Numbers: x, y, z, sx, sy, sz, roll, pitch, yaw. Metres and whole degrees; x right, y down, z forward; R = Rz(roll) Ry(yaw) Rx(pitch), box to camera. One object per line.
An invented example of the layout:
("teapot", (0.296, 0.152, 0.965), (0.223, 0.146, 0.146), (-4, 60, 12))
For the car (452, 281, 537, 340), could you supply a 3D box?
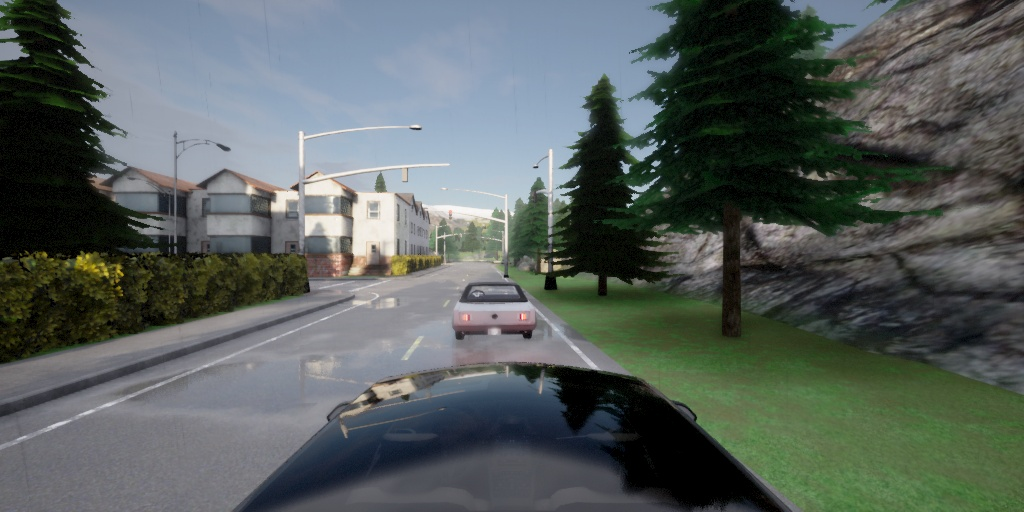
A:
("car", (-0.533, 1.351, 9.979), (1.895, 1.301, 4.718), (0, 0, -4))
